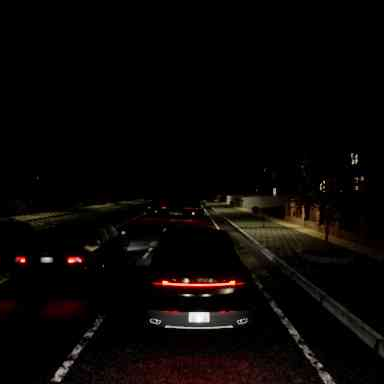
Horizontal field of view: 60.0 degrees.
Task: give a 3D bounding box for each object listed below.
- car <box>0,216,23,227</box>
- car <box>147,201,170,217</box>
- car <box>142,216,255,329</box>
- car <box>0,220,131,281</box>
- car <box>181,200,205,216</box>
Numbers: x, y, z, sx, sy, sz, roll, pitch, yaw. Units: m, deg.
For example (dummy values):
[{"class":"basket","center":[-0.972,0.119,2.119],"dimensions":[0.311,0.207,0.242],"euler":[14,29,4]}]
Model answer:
[{"class":"car","center":[-6.601,1.494,10.031],"dimensions":[2.128,1.511,4.902],"euler":[0,0,0]},{"class":"car","center":[-3.160,1.538,31.494],"dimensions":[1.812,1.442,4.674],"euler":[0,0,0]},{"class":"car","center":[0.099,1.506,7.076],"dimensions":[1.837,1.490,4.892],"euler":[0,0,0]},{"class":"car","center":[-3.191,1.550,9.851],"dimensions":[2.033,1.411,5.357],"euler":[0,0,0]},{"class":"car","center":[0.101,1.516,29.787],"dimensions":[1.837,1.490,4.892],"euler":[0,0,0]}]
